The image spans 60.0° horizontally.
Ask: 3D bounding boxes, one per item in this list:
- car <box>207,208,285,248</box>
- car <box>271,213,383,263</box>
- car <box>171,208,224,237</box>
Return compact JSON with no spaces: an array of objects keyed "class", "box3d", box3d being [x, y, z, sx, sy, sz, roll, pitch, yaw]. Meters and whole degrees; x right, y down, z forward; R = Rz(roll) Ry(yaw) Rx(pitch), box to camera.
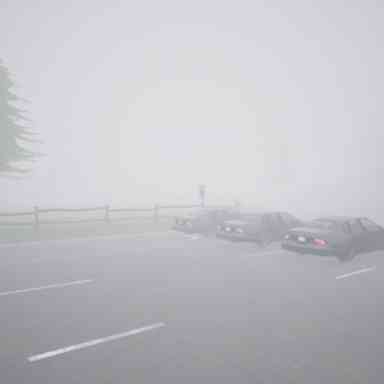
[{"class":"car","box3d":[3.532,1.562,14.950,5.357,1.411,2.033,0,0,-35]},{"class":"car","box3d":[5.575,1.562,12.111,5.357,1.411,2.033,0,0,-35]},{"class":"car","box3d":[1.503,1.562,17.807,5.357,1.411,2.033,0,0,-35]}]
